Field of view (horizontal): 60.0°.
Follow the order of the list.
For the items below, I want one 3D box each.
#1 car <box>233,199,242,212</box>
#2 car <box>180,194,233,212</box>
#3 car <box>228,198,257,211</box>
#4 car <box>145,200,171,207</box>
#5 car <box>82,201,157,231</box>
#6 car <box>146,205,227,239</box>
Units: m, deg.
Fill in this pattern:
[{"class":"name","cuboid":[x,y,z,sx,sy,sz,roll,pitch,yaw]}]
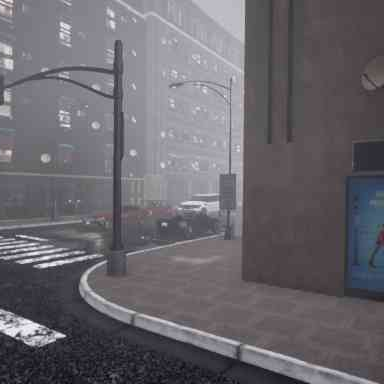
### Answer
[{"class":"car","cuboid":[3.027,1.224,36.009,2.192,1.841,5.009,1,1,35]},{"class":"car","cuboid":[1.081,1.172,28.932,2.150,2.045,5.566,1,1,35]},{"class":"car","cuboid":[6.228,1.484,40.589,1.802,1.307,4.206,1,1,35]},{"class":"car","cuboid":[-3.383,1.363,26.854,1.967,1.590,4.097,1,1,35]},{"class":"car","cuboid":[-4.586,1.487,20.843,1.812,1.442,4.674,1,1,35]},{"class":"car","cuboid":[-0.134,1.599,17.759,1.947,1.339,4.313,1,1,35]}]
